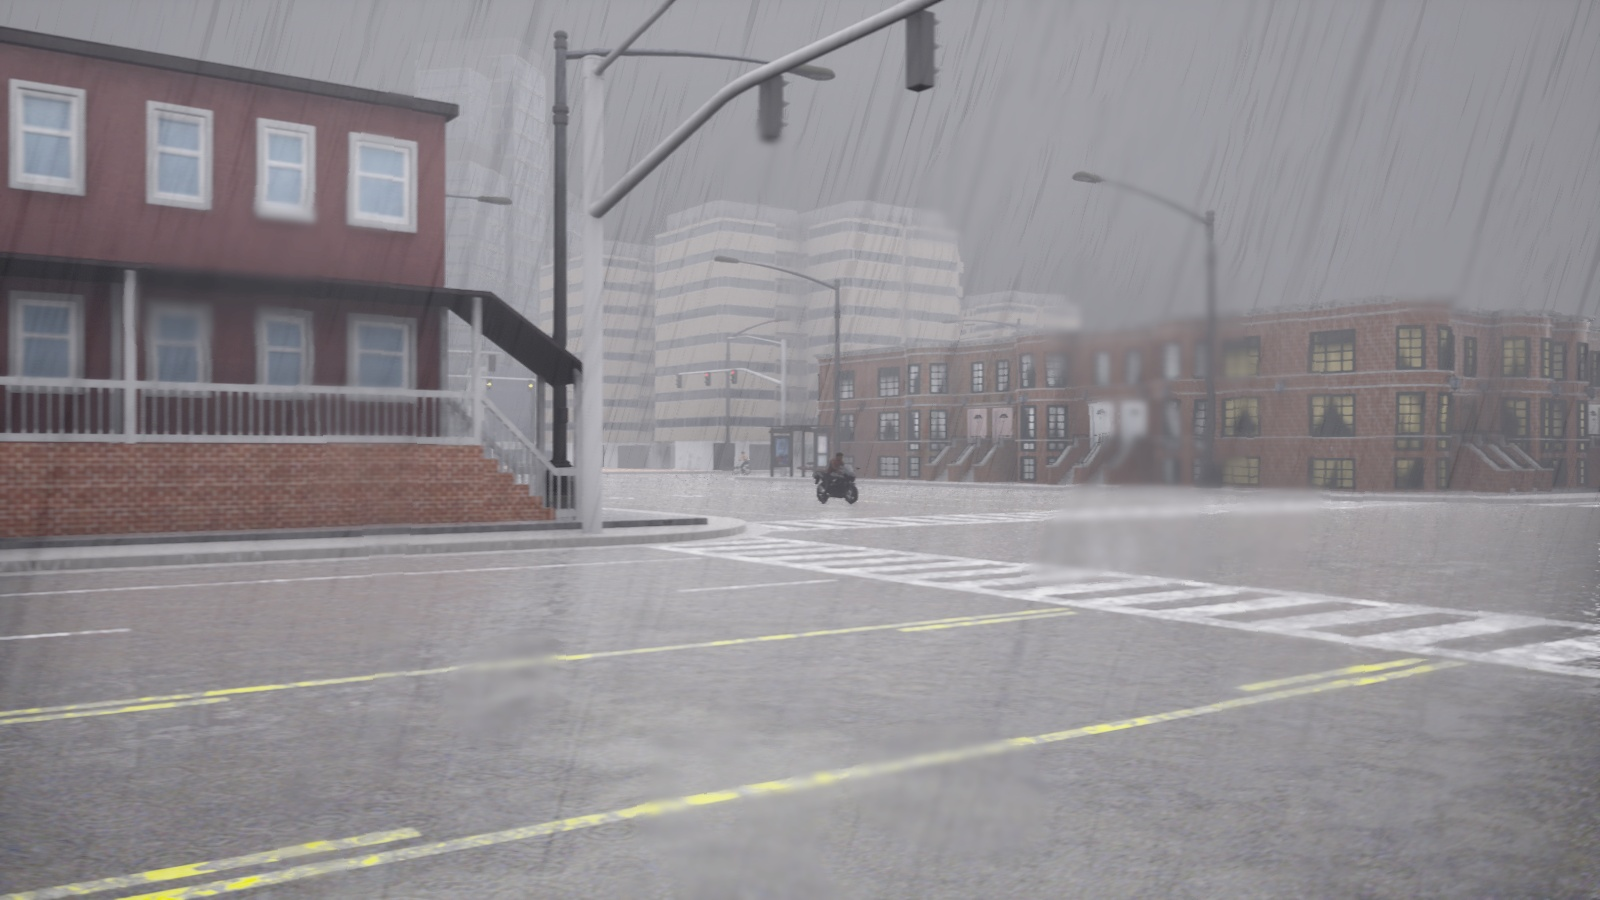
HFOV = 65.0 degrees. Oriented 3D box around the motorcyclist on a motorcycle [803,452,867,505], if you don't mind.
[{"bbox_3d":[1.016,0.815,36.720,0.797,1.523,2.044,0,0,-35],"label":"motorcyclist on a motorcycle"}]
